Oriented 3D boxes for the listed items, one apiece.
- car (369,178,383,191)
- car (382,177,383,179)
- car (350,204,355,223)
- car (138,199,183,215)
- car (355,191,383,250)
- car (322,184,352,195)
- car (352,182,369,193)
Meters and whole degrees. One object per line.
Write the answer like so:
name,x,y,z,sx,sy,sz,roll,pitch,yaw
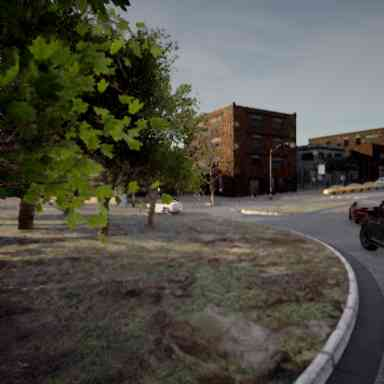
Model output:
car,32.518,-1.127,61.099,5.366,1.575,1.946,-5,3,-35
car,37.230,-1.774,64.444,5.566,2.045,2.435,-5,3,-35
car,11.804,1.262,22.341,1.882,1.535,5.008,-1,0,21
car,-3.066,1.370,31.886,4.674,1.442,1.812,0,0,30
car,7.000,1.117,10.325,2.150,2.045,5.566,0,0,14
car,23.529,-0.365,54.722,5.366,1.575,1.946,-5,3,-35
car,28.026,-0.747,57.906,5.366,1.575,1.946,-5,3,-35
